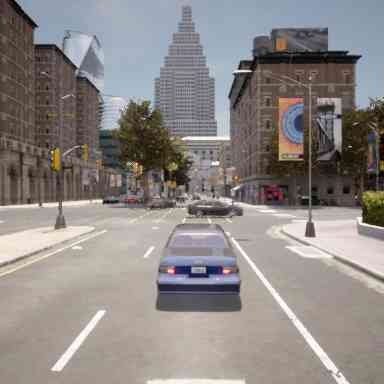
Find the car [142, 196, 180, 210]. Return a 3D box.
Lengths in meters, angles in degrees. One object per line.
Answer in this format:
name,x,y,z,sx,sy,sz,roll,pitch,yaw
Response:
car,-3.982,1.547,44.098,2.033,1.411,5.357,0,0,24

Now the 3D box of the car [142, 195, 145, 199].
car,-10.638,1.500,69.623,1.837,1.490,4.892,0,0,1

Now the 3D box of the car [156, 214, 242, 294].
car,0.172,1.547,8.905,2.033,1.411,5.357,0,0,1

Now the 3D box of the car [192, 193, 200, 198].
car,1.121,1.350,89.984,2.097,1.767,4.553,0,0,1

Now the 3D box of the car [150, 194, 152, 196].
car,-10.511,1.355,79.611,2.097,1.767,4.553,0,0,1

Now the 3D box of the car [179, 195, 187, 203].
car,-2.551,1.503,70.780,1.837,1.490,4.892,0,0,1

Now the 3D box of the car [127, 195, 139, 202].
car,-14.021,1.478,78.851,1.882,1.535,5.008,0,0,1

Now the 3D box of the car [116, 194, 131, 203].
car,-14.149,1.355,68.752,2.097,1.767,4.553,0,0,1

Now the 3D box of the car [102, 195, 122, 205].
car,-14.349,1.601,58.646,1.895,1.301,4.718,0,0,1

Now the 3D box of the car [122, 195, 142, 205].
car,-10.830,1.478,59.827,1.882,1.535,5.008,0,0,1

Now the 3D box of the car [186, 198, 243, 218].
car,2.037,1.505,29.125,4.892,1.490,1.837,0,0,0

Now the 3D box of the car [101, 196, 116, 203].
car,-17.385,1.595,69.799,1.895,1.301,4.718,0,0,1
